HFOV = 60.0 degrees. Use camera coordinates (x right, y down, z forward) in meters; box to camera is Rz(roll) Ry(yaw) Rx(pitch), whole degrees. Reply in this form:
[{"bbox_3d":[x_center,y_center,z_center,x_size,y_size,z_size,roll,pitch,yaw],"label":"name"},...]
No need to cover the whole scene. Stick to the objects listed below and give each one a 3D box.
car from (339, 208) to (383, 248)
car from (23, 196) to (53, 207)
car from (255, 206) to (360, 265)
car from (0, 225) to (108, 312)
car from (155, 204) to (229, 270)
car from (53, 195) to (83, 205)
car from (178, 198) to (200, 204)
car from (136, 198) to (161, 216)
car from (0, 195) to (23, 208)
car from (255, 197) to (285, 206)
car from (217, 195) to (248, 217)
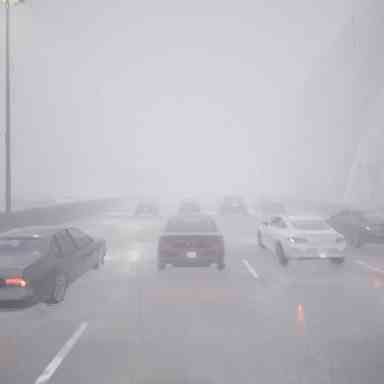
[{"bbox_3d":[6.934,1.381,13.755,1.812,1.442,4.674,0,1,-1],"label":"car"},{"bbox_3d":[-18.059,1.156,40.359,1.895,1.301,4.718,0,1,-1],"label":"car"},{"bbox_3d":[3.464,1.426,11.158,1.812,1.442,4.674,0,0,0],"label":"car"},{"bbox_3d":[-3.512,1.511,7.935,2.033,1.411,5.357,0,1,0],"label":"car"},{"bbox_3d":[-0.033,1.397,10.836,1.882,1.535,5.008,0,1,0],"label":"car"},{"bbox_3d":[-14.556,1.069,40.105,1.812,1.442,4.674,0,1,-1],"label":"car"},{"bbox_3d":[-0.240,1.209,28.893,1.812,1.442,4.674,0,1,-1],"label":"car"},{"bbox_3d":[-3.740,1.226,28.854,1.812,1.442,4.674,0,1,-1],"label":"car"},{"bbox_3d":[-21.553,1.104,40.013,1.812,1.442,4.674,0,1,-1],"label":"car"},{"bbox_3d":[6.760,1.175,28.957,1.812,1.442,4.674,0,1,-1],"label":"car"},{"bbox_3d":[3.270,1.039,27.642,2.097,1.767,4.553,0,1,0],"label":"car"}]
